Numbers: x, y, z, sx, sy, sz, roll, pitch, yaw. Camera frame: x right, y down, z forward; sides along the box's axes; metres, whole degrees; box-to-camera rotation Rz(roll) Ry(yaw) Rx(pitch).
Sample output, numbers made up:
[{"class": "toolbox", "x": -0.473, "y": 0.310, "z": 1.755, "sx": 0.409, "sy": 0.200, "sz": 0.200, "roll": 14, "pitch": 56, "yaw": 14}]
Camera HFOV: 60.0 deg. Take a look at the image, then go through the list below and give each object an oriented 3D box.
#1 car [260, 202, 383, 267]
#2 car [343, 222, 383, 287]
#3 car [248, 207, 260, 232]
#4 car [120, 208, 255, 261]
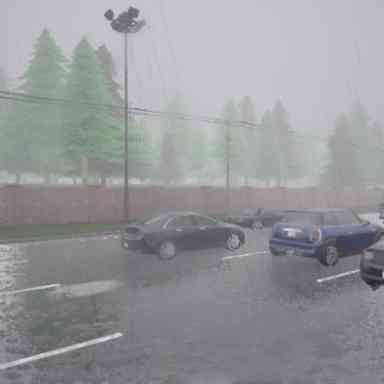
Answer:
[{"class": "car", "x": 4.808, "y": 1.307, "z": 11.485, "sx": 4.553, "sy": 1.767, "sz": 2.097, "roll": 0, "pitch": 0, "yaw": -36}, {"class": "car", "x": 5.787, "y": 1.486, "z": 7.899, "sx": 4.674, "sy": 1.442, "sz": 1.812, "roll": 0, "pitch": 0, "yaw": -36}, {"class": "car", "x": 4.135, "y": 1.538, "z": 19.604, "sx": 4.718, "sy": 1.301, "sz": 1.895, "roll": 0, "pitch": 0, "yaw": -36}, {"class": "car", "x": -0.172, "y": 1.476, "z": 12.227, "sx": 4.892, "sy": 1.490, "sz": 1.837, "roll": 0, "pitch": 0, "yaw": -36}]
